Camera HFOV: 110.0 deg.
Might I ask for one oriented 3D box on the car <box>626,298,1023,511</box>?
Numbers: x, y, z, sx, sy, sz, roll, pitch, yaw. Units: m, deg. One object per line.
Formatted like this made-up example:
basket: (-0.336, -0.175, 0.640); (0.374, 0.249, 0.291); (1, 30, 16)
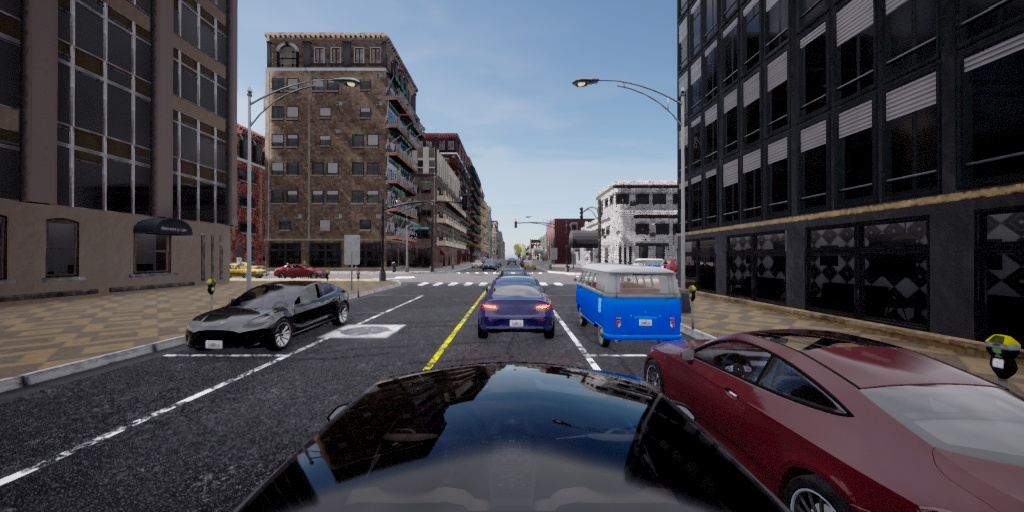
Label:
car: (2.657, 1.332, 3.311); (1.802, 1.307, 4.207); (0, 0, 0)

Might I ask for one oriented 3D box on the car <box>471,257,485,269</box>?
car: (-5.697, 1.318, 59.153); (1.751, 1.417, 4.829); (0, 0, 0)

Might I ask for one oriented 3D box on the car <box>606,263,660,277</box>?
car: (11.986, 1.414, 35.782); (4.718, 1.301, 1.895); (0, 0, 3)

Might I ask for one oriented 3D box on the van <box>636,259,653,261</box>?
van: (14.893, 1.175, 38.266); (3.998, 1.789, 1.690); (0, 0, 0)

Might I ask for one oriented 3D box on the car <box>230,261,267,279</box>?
car: (-22.963, 1.216, 29.791); (4.829, 1.417, 1.751); (0, 0, 0)

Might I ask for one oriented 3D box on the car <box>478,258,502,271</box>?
car: (-3.067, 1.329, 50.632); (2.033, 1.411, 5.357); (0, 0, 3)

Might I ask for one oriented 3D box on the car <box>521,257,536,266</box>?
car: (2.684, 1.311, 53.956); (1.751, 1.417, 4.829); (0, 0, 0)

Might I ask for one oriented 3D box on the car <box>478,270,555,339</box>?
car: (0.100, 1.277, 10.000); (1.812, 1.442, 4.674); (0, 0, 0)

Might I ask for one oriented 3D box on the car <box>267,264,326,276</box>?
car: (-17.470, 1.284, 29.805); (4.207, 1.307, 1.802); (0, 0, 0)

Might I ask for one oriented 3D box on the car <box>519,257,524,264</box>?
car: (2.683, 1.382, 64.865); (1.802, 1.307, 4.207); (0, 0, 0)

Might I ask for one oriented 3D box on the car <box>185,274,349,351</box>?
car: (-5.691, 1.317, 9.025); (1.948, 1.339, 4.313); (0, 0, 0)

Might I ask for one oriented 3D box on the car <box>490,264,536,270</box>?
car: (0.090, 1.318, 18.451); (1.994, 1.385, 4.181); (0, 0, 0)

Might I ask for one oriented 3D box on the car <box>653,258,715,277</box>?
car: (14.916, 1.107, 29.886); (5.009, 1.841, 2.192); (0, 0, 0)

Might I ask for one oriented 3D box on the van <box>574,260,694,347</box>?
van: (2.656, 1.092, 9.000); (1.690, 1.789, 3.998); (0, 0, 0)
